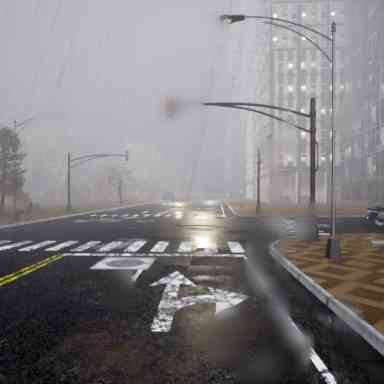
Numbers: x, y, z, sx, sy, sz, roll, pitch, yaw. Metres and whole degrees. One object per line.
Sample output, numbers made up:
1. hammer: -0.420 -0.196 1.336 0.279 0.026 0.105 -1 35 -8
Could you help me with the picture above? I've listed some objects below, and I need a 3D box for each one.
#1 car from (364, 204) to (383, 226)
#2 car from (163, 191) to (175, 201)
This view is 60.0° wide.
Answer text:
1. car: 13.090 1.352 20.012 4.902 1.511 2.128 0 0 5
2. car: -5.067 0.840 73.791 2.150 2.045 5.566 0 0 4
